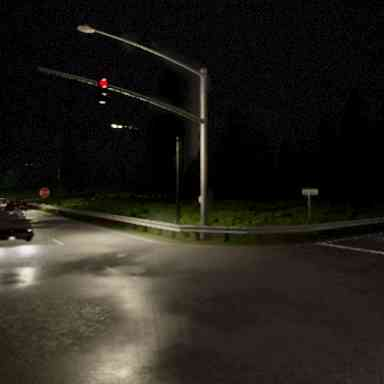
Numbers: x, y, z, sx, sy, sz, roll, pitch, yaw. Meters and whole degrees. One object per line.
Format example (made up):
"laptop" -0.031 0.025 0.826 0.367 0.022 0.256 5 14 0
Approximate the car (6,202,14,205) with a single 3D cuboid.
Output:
"car" -14.314 1.597 23.854 1.994 1.385 4.181 0 0 -34

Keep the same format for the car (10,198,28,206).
"car" -21.352 1.535 40.645 1.837 1.490 4.892 0 0 -34

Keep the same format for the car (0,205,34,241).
"car" -9.095 1.573 16.241 2.033 1.411 5.357 0 0 -34
